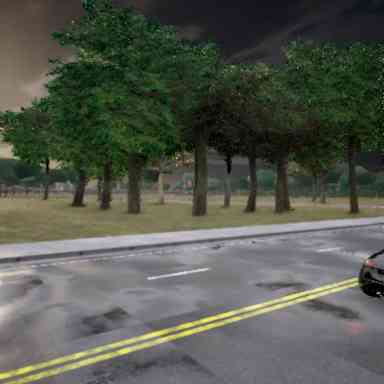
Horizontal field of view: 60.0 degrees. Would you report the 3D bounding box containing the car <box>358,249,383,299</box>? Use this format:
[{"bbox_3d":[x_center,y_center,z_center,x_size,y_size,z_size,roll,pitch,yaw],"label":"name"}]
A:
[{"bbox_3d":[5.635,1.631,7.498,4.181,1.385,1.994,0,0,-35],"label":"car"}]
